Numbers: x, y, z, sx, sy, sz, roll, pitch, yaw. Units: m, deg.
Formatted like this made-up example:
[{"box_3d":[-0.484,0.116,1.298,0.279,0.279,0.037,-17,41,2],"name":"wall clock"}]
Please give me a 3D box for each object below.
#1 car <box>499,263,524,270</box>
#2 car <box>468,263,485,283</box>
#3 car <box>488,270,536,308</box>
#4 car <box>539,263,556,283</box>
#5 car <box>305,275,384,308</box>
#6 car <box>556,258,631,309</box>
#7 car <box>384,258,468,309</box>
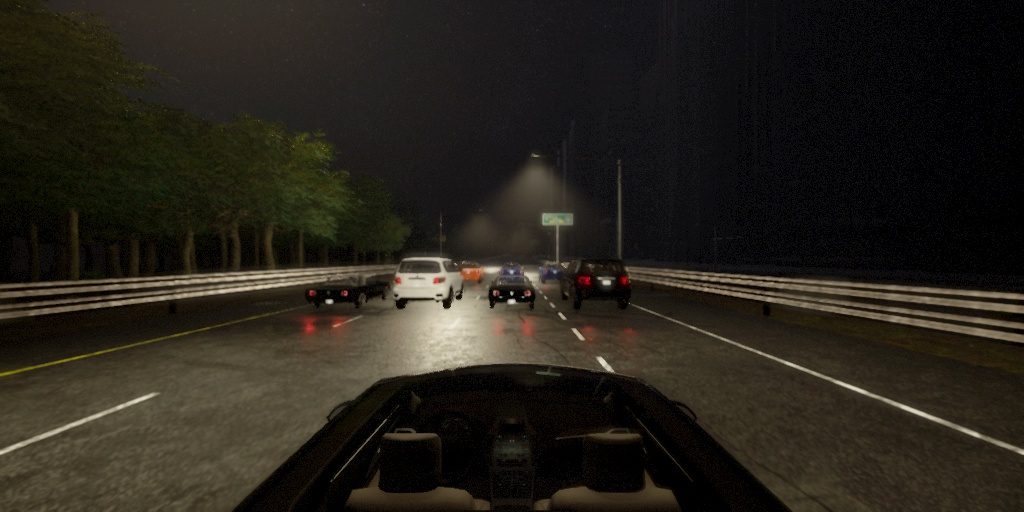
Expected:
[{"box_3d":[-0.030,1.366,30.964,2.097,1.767,4.553,0,-1,0],"name":"car"},{"box_3d":[-3.529,1.366,30.961,2.097,1.767,4.553,0,-1,0],"name":"car"},{"box_3d":[-0.003,1.483,15.986,1.895,1.301,4.718,0,0,0],"name":"car"},{"box_3d":[3.469,1.366,30.973,2.097,1.767,4.553,0,-1,0],"name":"car"},{"box_3d":[-7.003,1.483,15.983,1.895,1.301,4.718,0,0,0],"name":"car"},{"box_3d":[3.496,1.098,15.912,2.150,2.045,5.566,0,0,0],"name":"car"},{"box_3d":[-3.503,1.098,15.902,2.150,2.045,5.566,0,0,0],"name":"car"}]
